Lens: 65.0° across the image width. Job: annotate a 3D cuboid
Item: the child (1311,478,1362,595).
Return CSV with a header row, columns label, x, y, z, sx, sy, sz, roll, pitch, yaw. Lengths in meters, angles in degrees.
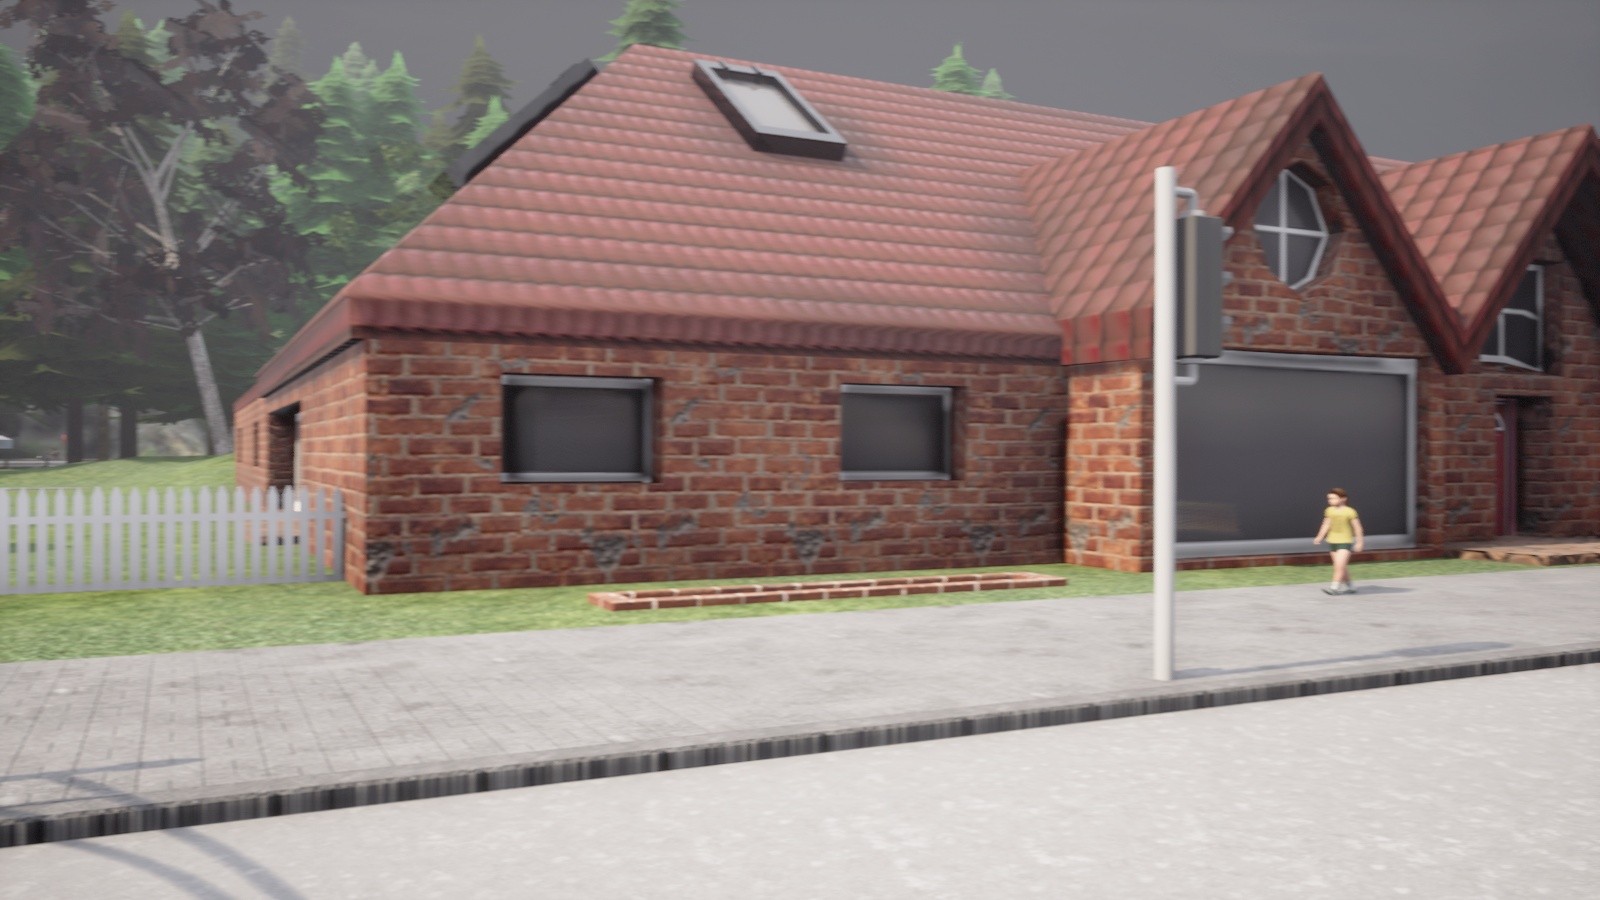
label,x,y,z,sx,sy,sz,roll,pitch,yaw
child,5.240,0.837,12.274,0.394,1.110,0.255,0,0,-24
